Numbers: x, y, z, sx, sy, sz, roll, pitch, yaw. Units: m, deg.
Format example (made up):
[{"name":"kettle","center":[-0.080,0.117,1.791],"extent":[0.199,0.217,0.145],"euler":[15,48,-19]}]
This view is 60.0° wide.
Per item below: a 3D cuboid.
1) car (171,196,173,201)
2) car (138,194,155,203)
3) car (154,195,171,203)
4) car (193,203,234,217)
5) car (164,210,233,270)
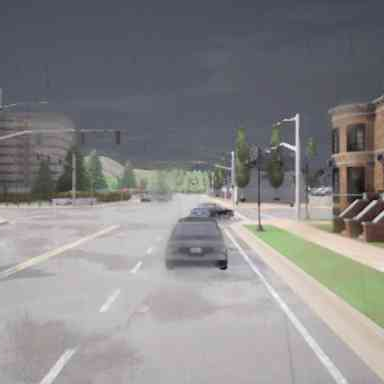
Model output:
[{"name":"car","center":[-5.966,1.556,85.661],"extent":[2.033,1.411,5.357],"euler":[0,0,1]},{"name":"car","center":[-9.659,1.612,70.023],"extent":[1.895,1.301,4.718],"euler":[0,0,1]},{"name":"car","center":[-6.160,1.612,69.970],"extent":[1.895,1.301,4.718],"euler":[0,0,1]},{"name":"car","center":[1.590,1.554,25.689],"extent":[2.033,1.411,5.357],"euler":[0,0,25]},{"name":"car","center":[0.159,1.550,11.065],"extent":[2.033,1.411,5.357],"euler":[0,0,1]}]
